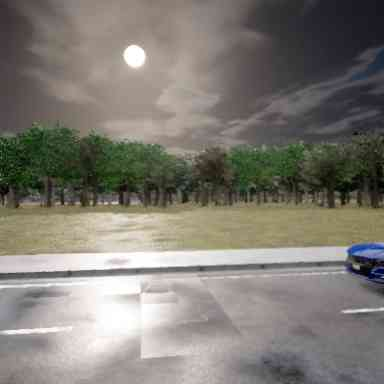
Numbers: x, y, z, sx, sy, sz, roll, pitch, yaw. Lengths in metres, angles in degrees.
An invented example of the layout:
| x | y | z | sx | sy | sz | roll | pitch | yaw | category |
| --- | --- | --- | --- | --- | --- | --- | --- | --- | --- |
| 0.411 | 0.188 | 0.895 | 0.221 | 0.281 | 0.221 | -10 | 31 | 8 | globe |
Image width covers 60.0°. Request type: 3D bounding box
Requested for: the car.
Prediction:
| x | y | z | sx | sy | sz | roll | pitch | yaw | category |
| --- | --- | --- | --- | --- | --- | --- | --- | --- | --- |
| 6.706 | 1.659 | 8.991 | 5.008 | 1.535 | 1.882 | 0 | -1 | -9 | car |
